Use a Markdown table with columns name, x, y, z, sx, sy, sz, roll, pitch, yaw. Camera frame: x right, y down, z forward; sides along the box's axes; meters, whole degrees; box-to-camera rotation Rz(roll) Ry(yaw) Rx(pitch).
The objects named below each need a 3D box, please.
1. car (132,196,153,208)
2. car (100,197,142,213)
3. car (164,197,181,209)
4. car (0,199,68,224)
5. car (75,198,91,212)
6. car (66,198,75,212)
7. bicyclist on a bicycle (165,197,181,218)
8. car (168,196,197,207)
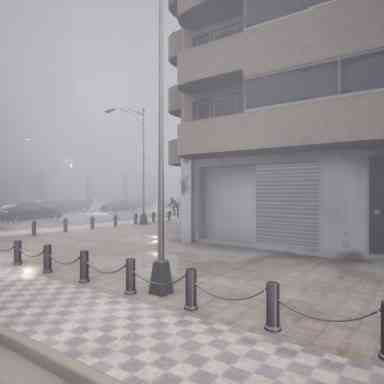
| name | x | y | z | sx | sy | sz | roll | pitch | yaw |
| --- | --- | --- | --- | --- | --- | --- | --- | --- | --- |
| car | -7.229 | 1.296 | 43.247 | 2.097 | 1.767 | 4.553 | 0 | 0 | 36 |
| car | -7.969 | 1.508 | 36.275 | 1.994 | 1.385 | 4.181 | 0 | 0 | 36 |
| car | -2.111 | 1.508 | 44.344 | 1.994 | 1.385 | 4.181 | 0 | 0 | 36 |
| car | -11.935 | 1.469 | 24.453 | 1.812 | 1.442 | 4.674 | 0 | 0 | 36 |
| car | -13.097 | 1.448 | 35.165 | 1.837 | 1.490 | 4.892 | 0 | 0 | 36 |
| car | -13.202 | 1.435 | 29.059 | 2.128 | 1.511 | 4.902 | 0 | 0 | 36 |
| bicyclist on a bicycle | -1.503 | 1.245 | 26.483 | 1.656 | 1.620 | 0.582 | 0 | 0 | 36 |
| car | -1.373 | 1.447 | 51.294 | 1.837 | 1.490 | 4.892 | 0 | 1 | 36 |
